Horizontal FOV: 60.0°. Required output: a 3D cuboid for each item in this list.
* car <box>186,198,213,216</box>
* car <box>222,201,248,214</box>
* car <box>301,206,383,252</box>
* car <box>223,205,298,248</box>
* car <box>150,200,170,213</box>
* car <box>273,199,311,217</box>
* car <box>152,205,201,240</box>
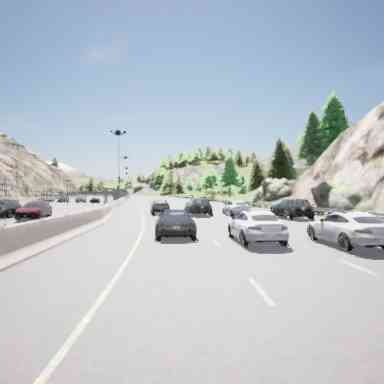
[{"bbox_3d":[0.594,1.375,32.288,2.097,1.767,4.553,0,0,-9],"label":"car"},{"bbox_3d":[4.242,1.540,31.679,1.812,1.442,4.674,0,0,-9],"label":"car"},{"bbox_3d":[6.446,1.522,13.703,1.812,1.442,4.674,0,0,-4],"label":"car"},{"bbox_3d":[2.837,1.531,14.857,1.812,1.442,4.674,0,0,-5],"label":"car"},{"bbox_3d":[-3.328,1.526,34.654,2.128,1.511,4.902,0,0,-9],"label":"car"},{"bbox_3d":[8.342,1.355,27.926,2.097,1.767,4.553,0,0,-8],"label":"car"},{"bbox_3d":[-0.882,1.579,17.102,1.994,1.385,4.181,0,0,-5],"label":"car"}]
